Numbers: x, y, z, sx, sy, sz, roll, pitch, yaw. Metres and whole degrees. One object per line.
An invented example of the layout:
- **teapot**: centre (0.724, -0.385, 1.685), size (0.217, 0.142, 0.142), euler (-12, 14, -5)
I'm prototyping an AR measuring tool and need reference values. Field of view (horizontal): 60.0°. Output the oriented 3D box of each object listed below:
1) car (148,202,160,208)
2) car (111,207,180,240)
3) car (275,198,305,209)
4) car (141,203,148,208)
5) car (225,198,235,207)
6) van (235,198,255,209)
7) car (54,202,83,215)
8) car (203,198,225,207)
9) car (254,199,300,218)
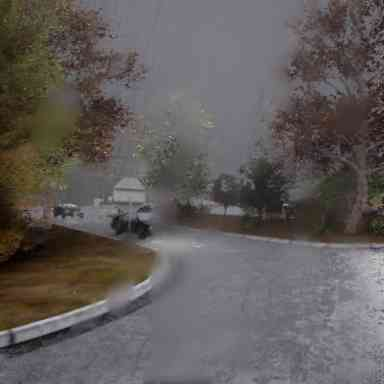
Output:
- **car**: centre (-6.133, 2.283, 49.151), size (2.002, 1.452, 4.674), euler (0, 0, -36)
- **car**: centre (-2.848, 1.817, 18.927), size (2.033, 1.411, 5.357), euler (3, -3, -36)
- **car**: centre (19.841, 2.390, 67.791), size (2.435, 2.045, 5.566), euler (2, -1, -36)
- **car**: centre (-8.682, 2.113, 47.266), size (2.185, 1.767, 4.553), euler (0, 0, -35)
- **car**: centre (6.541, 2.341, 73.273), size (2.185, 1.767, 4.553), euler (1, -1, -36)
- **van**: centre (10.713, 2.175, 61.349), size (1.878, 1.987, 4.442), euler (1, -1, -36)
- **car**: centre (-11.671, 1.712, 31.320), size (1.812, 1.442, 4.674), euler (3, -3, -36)
- **car**: centre (4.043, 2.412, 71.746), size (1.946, 1.575, 5.366), euler (1, -1, -36)
- **car**: centre (10.591, 2.127, 39.858), size (2.150, 2.045, 5.566), euler (3, -3, -35)
